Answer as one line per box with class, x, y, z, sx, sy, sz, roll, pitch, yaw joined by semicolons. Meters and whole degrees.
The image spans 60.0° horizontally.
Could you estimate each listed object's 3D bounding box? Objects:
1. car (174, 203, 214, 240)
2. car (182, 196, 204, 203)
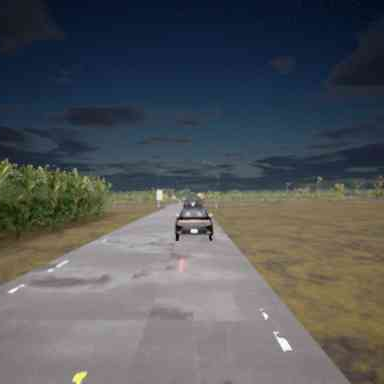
car;0.100;1.561;17.475;2.128;1.511;4.902;0;0;0
car;0.094;1.437;36.786;2.150;2.045;5.566;0;-1;0
